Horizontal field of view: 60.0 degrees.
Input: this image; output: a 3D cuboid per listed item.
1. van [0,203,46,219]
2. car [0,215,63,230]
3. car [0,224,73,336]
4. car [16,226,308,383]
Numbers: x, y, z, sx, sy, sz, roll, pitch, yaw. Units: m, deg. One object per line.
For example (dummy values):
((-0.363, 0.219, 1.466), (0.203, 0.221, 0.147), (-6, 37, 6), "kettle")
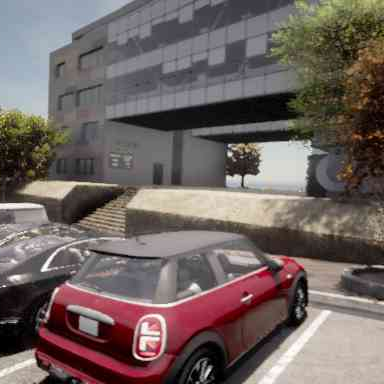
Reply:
((-6.693, 1.358, 9.913), (1.878, 1.987, 4.442), (-1, 0, 36), "van")
((-4.346, 1.558, 8.390), (2.231, 1.521, 4.892), (-1, 0, 36), "car")
((-2.078, 1.532, 6.757), (2.231, 1.521, 4.892), (-1, 0, 36), "car")
((0.178, 1.380, 5.115), (2.185, 1.767, 4.553), (-1, 0, 36), "car")
